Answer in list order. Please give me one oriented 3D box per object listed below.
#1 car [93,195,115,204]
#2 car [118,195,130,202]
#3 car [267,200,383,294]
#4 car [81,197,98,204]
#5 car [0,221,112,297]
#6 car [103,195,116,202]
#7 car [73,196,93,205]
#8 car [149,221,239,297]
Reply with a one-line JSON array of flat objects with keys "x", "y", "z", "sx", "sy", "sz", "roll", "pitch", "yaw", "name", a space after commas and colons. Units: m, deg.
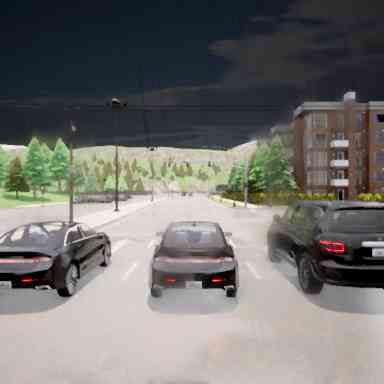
[{"x": -16.344, "y": 1.548, "z": 61.804, "sx": 1.994, "sy": 1.385, "sz": 4.181, "roll": 0, "pitch": 0, "yaw": 0, "name": "car"}, {"x": -16.331, "y": 1.504, "z": 77.468, "sx": 1.812, "sy": 1.442, "sz": 4.674, "roll": 0, "pitch": 0, "yaw": 0, "name": "car"}, {"x": 3.554, "y": 1.219, "z": 8.876, "sx": 2.150, "sy": 2.045, "sz": 5.566, "roll": 0, "pitch": 0, "yaw": 1, "name": "car"}, {"x": -19.842, "y": 1.580, "z": 64.765, "sx": 1.895, "sy": 1.301, "sz": 4.718, "roll": 0, "pitch": -1, "yaw": 0, "name": "car"}, {"x": -3.448, "y": 1.489, "z": 8.538, "sx": 2.128, "sy": 1.511, "sz": 4.902, "roll": 0, "pitch": 0, "yaw": 0, "name": "car"}, {"x": -19.831, "y": 1.504, "z": 80.129, "sx": 2.128, "sy": 1.511, "sz": 4.902, "roll": 0, "pitch": 0, "yaw": 0, "name": "car"}, {"x": -19.791, "y": 1.463, "z": 58.564, "sx": 2.128, "sy": 1.511, "sz": 4.902, "roll": 0, "pitch": 1, "yaw": 2, "name": "car"}, {"x": 0.052, "y": 1.489, "z": 8.536, "sx": 2.128, "sy": 1.511, "sz": 4.902, "roll": 0, "pitch": 0, "yaw": 0, "name": "car"}]
